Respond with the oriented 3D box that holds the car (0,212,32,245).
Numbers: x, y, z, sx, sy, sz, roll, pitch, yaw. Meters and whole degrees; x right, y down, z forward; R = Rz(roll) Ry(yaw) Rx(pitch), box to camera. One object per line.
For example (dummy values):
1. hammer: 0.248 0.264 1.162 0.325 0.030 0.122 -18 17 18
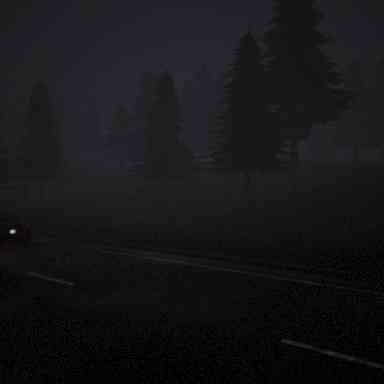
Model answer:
1. car: -8.888 1.570 14.616 4.181 1.385 1.994 0 0 36
